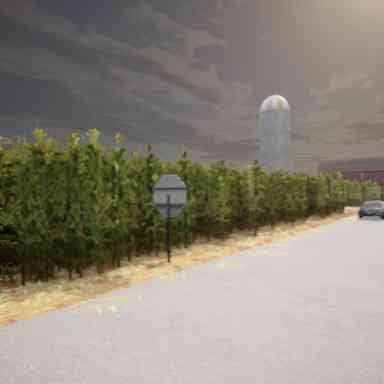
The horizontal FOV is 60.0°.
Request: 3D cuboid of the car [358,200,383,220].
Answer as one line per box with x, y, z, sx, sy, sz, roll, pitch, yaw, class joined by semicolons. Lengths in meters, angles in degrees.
15.500;1.492;28.377;1.837;1.490;4.892;-1;-1;36;car
